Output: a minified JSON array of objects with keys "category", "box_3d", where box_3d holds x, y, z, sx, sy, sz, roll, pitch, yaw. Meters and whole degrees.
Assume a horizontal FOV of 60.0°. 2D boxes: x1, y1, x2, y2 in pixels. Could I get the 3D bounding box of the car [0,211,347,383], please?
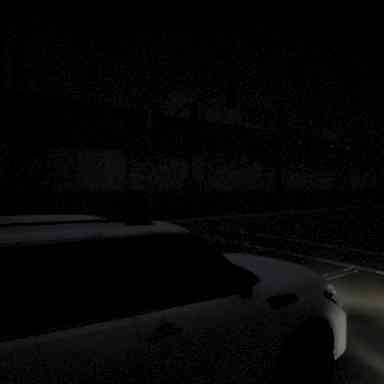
[{"category":"car","box_3d":[-0.871,1.211,3.156,5.566,2.045,2.150,-1,0,-35]}]
